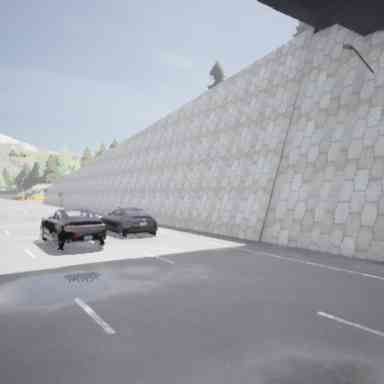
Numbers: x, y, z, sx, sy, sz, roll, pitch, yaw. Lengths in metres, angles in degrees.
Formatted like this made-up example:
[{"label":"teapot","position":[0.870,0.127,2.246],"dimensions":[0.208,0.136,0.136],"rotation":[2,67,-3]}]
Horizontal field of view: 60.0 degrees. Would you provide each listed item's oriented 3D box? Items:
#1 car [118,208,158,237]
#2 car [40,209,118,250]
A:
[{"label":"car","position":[-3.542,1.553,18.148],"dimensions":[1.994,1.385,4.181],"rotation":[0,0,-34]},{"label":"car","position":[-5.236,1.483,14.411],"dimensions":[2.128,1.511,4.902],"rotation":[0,0,-34]}]
